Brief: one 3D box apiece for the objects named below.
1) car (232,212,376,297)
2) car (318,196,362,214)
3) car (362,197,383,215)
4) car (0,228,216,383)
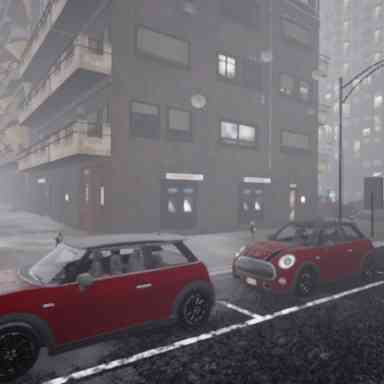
[{"bbox_3d":[2.972,1.509,8.676,4.097,1.590,1.967,1,0,-35],"label":"car"},{"bbox_3d":[11.857,1.262,29.586,2.192,1.841,5.009,2,0,-36],"label":"car"},{"bbox_3d":[18.600,1.361,34.559,2.192,1.841,5.009,2,0,-36],"label":"car"},{"bbox_3d":[-1.655,1.456,5.378,4.097,1.590,1.967,1,0,-35],"label":"car"}]
